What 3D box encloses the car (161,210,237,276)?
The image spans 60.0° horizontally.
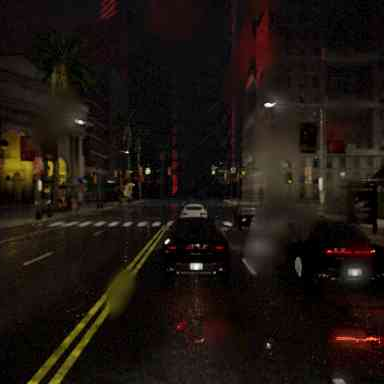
[{"bbox_3d":[0.101,1.531,10.386,1.837,1.490,4.892,0,0,0],"label":"car"}]

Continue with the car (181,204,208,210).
[{"bbox_3d":[0.190,1.584,23.934,1.812,1.442,4.674,0,0,2],"label":"car"}]

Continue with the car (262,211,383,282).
[{"bbox_3d":[3.602,1.529,9.782,1.837,1.490,4.892,0,0,0],"label":"car"}]

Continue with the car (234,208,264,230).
[{"bbox_3d":[3.767,1.653,21.517,1.895,1.301,4.718,0,0,3],"label":"car"}]
